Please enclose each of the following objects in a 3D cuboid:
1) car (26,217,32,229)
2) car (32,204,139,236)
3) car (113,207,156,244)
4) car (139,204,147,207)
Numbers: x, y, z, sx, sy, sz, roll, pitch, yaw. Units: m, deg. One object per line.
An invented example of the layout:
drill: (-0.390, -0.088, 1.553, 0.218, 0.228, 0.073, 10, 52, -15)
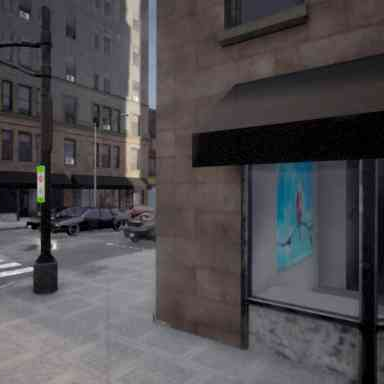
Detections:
car: (-7.786, 1.562, 20.329, 1.947, 1.339, 4.313, 0, 0, 35)
car: (-5.761, 1.552, 18.798, 2.033, 1.411, 5.357, 0, 0, 35)
car: (-1.245, 1.572, 15.681, 2.008, 1.369, 4.403, 0, 0, 35)
car: (-4.495, 1.582, 24.961, 1.802, 1.307, 4.206, 0, 0, 35)
